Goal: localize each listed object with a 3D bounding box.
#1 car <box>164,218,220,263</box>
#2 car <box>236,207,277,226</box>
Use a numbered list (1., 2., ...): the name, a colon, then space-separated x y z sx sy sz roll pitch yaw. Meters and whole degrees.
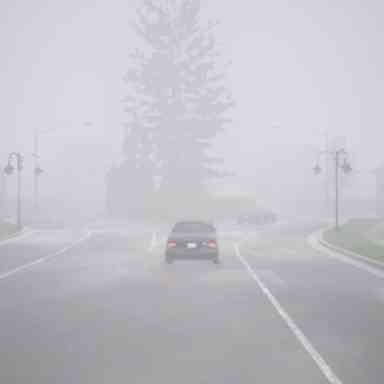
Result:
1. car: 0.086 1.677 12.532 2.033 1.411 5.357 0 -1 2
2. car: 5.179 1.833 26.235 1.994 1.385 4.181 0 -1 35
